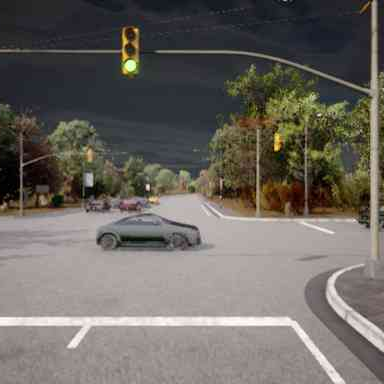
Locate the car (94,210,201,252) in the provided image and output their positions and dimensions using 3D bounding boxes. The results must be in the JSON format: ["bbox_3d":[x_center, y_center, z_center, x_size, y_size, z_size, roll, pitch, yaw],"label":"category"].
[{"bbox_3d":[-1.737,1.588,13.608,4.181,1.385,1.994,0,0,3],"label":"car"}]

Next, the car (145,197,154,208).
[{"bbox_3d":[-7.145,1.589,48.453,1.837,1.490,4.892,0,0,0],"label":"car"}]

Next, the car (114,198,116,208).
[{"bbox_3d":[-10.646,1.586,46.752,1.837,1.490,4.892,0,0,0],"label":"car"}]

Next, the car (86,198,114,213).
[{"bbox_3d":[-10.644,1.630,37.937,1.994,1.385,4.181,0,0,0],"label":"car"}]

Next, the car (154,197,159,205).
[{"bbox_3d":[-7.093,1.583,60.889,1.882,1.535,5.008,0,0,0],"label":"car"}]

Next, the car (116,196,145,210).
[{"bbox_3d":[-7.143,1.545,39.045,1.882,1.535,5.008,0,0,0],"label":"car"}]

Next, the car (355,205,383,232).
[{"bbox_3d":[12.601,1.634,19.907,4.718,1.301,1.895,0,0,3],"label":"car"}]

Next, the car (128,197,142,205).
[{"bbox_3d":[-10.591,1.614,61.958,1.837,1.490,4.892,0,-1,0],"label":"car"}]
